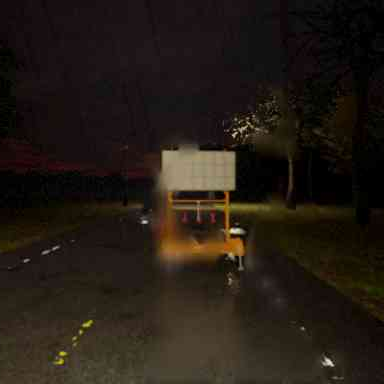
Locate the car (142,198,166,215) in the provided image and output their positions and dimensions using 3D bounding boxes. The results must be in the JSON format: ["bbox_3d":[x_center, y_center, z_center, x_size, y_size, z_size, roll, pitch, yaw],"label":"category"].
[{"bbox_3d":[-3.582,1.326,31.419,1.812,1.442,4.674,0,0,0],"label":"car"}]

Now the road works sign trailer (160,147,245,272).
[{"bbox_3d":[0.197,0.390,10.595,2.380,3.560,2.880,0,0,-8],"label":"road works sign trailer"}]

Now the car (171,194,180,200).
[{"bbox_3d":[-3.484,1.124,71.983,2.033,1.411,5.357,0,0,0],"label":"car"}]
